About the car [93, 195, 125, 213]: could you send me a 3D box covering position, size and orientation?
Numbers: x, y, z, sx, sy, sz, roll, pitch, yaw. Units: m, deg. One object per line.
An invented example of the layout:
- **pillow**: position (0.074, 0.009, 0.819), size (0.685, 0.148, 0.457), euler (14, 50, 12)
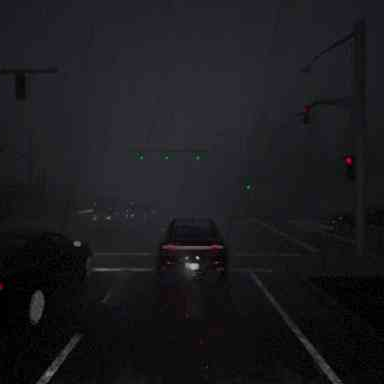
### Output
- **car**: position (-9.970, 1.366, 39.492), size (2.150, 2.045, 5.566), euler (0, 0, 0)

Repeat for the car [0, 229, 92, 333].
- **car**: position (-3.535, 1.504, 6.900), size (1.882, 1.535, 5.008), euler (0, 0, -1)

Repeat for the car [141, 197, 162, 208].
- **car**: position (-6.255, 1.748, 51.201), size (1.994, 1.385, 4.181), euler (0, 0, 1)

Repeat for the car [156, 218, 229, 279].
- **car**: position (0.018, 1.528, 10.179), size (2.128, 1.511, 4.902), euler (0, 0, 0)

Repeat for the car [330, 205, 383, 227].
- **car**: position (12.302, 1.623, 22.523), size (5.357, 1.411, 2.033), euler (0, 0, 2)

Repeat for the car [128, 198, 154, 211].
- **car**: position (-6.411, 1.754, 42.435), size (1.895, 1.301, 4.718), euler (0, 0, 1)

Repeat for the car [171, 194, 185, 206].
- **car**: position (-2.411, 1.569, 60.823), size (2.097, 1.767, 4.553), euler (0, 0, 1)

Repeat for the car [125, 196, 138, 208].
- **car**: position (-9.791, 1.684, 49.317), size (1.837, 1.490, 4.892), euler (0, 0, 1)

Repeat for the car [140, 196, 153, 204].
- **car**: position (-9.372, 1.728, 69.296), size (1.882, 1.535, 5.008), euler (0, 0, 1)

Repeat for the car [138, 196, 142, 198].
- **car**: position (-9.589, 1.566, 59.227), size (2.097, 1.767, 4.553), euler (0, 0, 1)

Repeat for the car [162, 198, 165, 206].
- **car**: position (-6.043, 1.745, 61.022), size (1.812, 1.442, 4.674), euler (0, 0, 1)
